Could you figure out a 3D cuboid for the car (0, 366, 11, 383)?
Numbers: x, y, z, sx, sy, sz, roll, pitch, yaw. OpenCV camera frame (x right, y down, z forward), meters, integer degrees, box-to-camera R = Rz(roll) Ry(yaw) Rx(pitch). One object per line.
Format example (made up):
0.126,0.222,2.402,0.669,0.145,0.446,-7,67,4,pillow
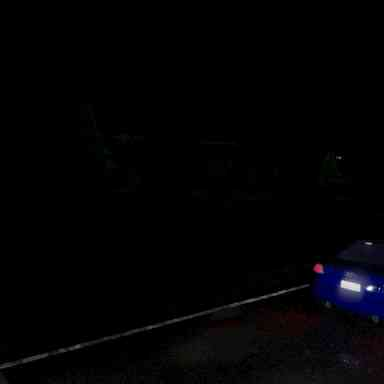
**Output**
-3.355,1.601,1.356,4.718,1.301,1.895,0,0,-35,car

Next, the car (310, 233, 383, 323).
4.322,1.564,6.825,4.181,1.385,1.994,0,0,-36,car
